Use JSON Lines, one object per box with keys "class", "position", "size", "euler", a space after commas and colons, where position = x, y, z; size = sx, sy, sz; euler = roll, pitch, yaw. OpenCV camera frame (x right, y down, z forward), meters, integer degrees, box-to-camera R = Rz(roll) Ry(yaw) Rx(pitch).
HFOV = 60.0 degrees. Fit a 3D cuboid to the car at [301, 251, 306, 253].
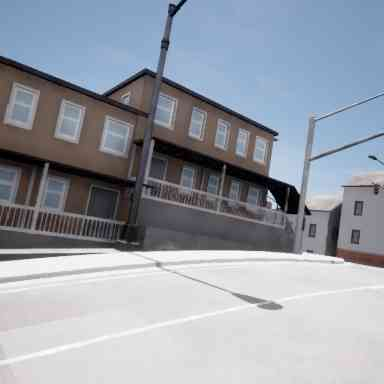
{"class": "car", "position": [9.745, 6.040, 30.367], "size": [1.994, 1.385, 4.181], "euler": [14, -17, -34]}
